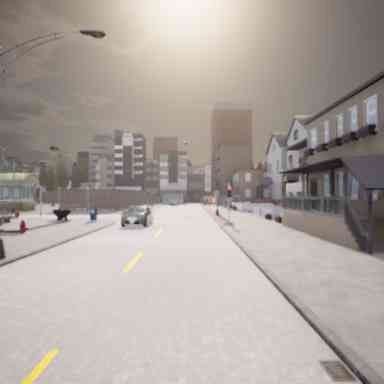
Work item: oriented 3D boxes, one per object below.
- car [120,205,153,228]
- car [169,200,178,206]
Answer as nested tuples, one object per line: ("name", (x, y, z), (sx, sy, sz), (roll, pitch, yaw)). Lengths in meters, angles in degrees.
("car", (-4.015, 1.760, 24.797), (2.128, 1.511, 4.902), (0, -1, 0))
("car", (-3.995, 2.531, 72.527), (2.033, 1.411, 5.357), (0, -1, 0))
